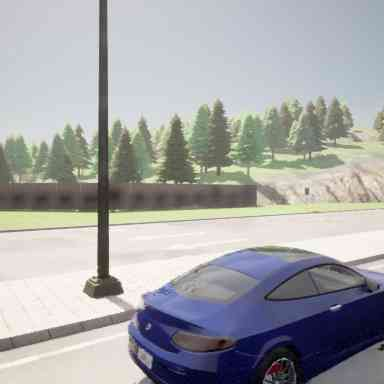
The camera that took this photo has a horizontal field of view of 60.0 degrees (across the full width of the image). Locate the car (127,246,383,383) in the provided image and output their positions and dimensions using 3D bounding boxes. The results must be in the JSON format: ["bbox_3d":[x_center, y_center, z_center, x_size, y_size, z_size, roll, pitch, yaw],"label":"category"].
[{"bbox_3d":[1.389,1.526,4.742,4.674,1.442,1.812,0,0,-35],"label":"car"}]
